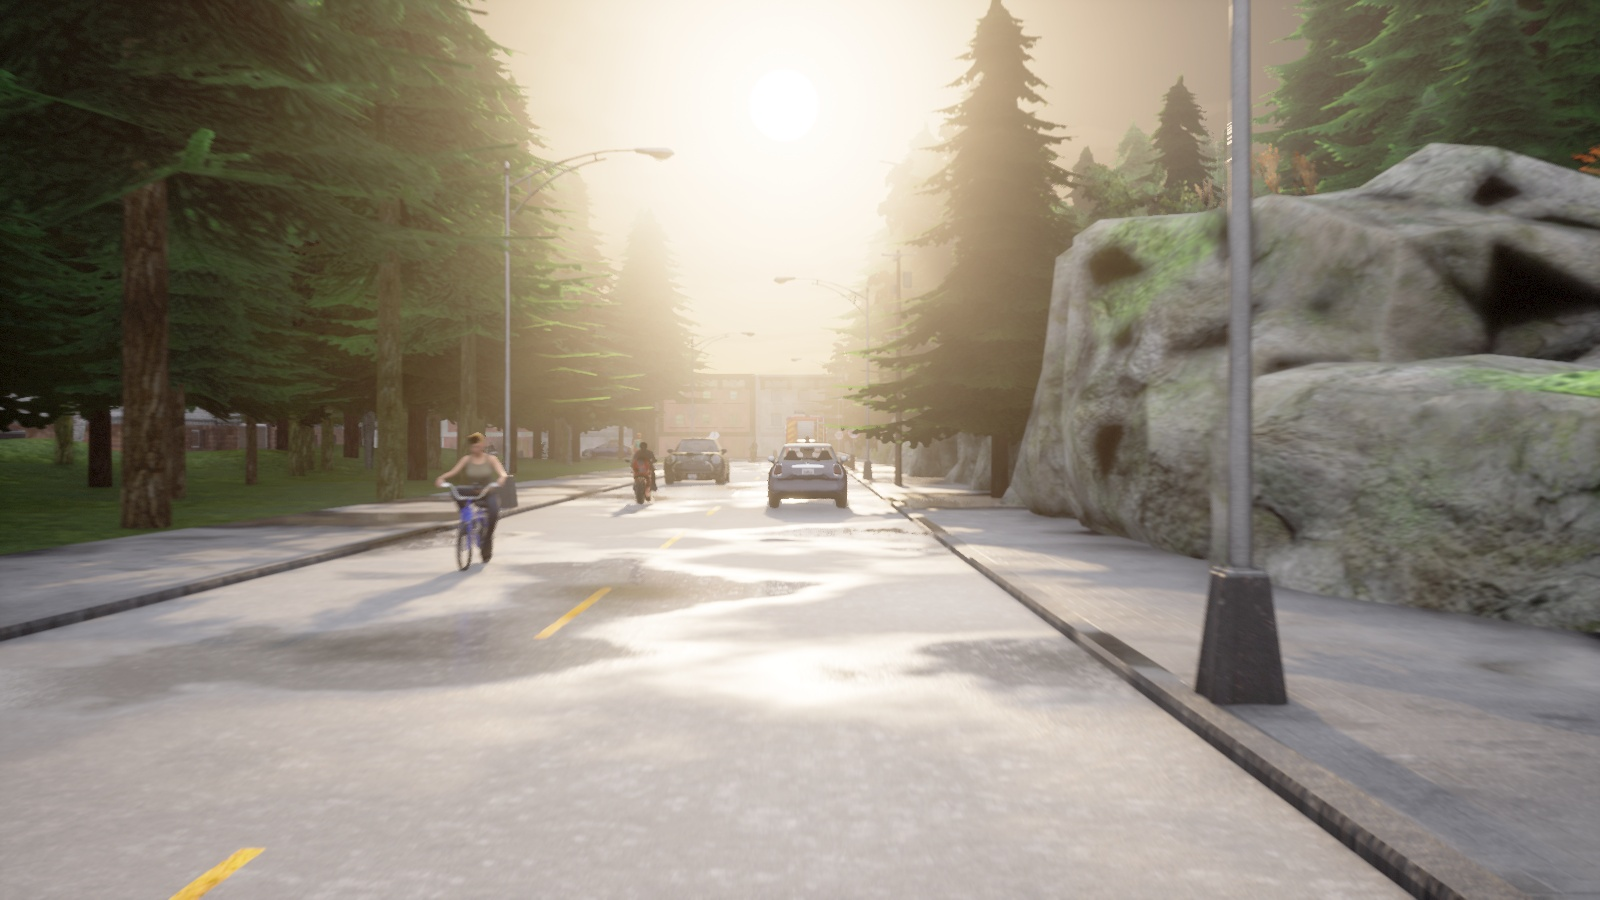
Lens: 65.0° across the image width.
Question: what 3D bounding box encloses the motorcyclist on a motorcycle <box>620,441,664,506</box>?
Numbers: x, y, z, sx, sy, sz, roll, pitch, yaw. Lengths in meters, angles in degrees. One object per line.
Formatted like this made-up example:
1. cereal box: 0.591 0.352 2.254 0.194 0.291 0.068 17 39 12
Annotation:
1. motorcyclist on a motorcycle: -3.813 0.551 30.422 0.797 1.523 2.044 0 0 0

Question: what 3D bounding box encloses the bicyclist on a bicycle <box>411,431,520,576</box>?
1. bicyclist on a bicycle: -3.896 0.595 14.740 0.866 1.612 1.509 0 0 1

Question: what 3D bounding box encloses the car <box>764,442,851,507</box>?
1. car: 0.186 0.538 30.288 1.970 1.475 3.806 0 0 0

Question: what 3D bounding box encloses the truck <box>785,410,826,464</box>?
1. truck: 0.414 -0.947 92.326 2.891 3.827 8.468 0 0 0

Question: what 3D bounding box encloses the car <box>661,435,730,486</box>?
1. car: -3.727 0.341 45.484 2.097 1.767 4.553 0 0 0
